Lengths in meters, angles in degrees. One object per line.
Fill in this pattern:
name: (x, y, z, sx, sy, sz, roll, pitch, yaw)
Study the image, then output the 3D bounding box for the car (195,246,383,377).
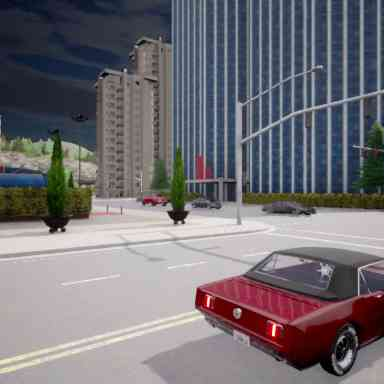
car: (2.459, 1.601, 5.564, 4.718, 1.301, 1.895, 0, 0, -35)

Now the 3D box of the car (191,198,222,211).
car: (1.801, 1.502, 42.133, 1.837, 1.490, 4.892, 0, 1, -36)

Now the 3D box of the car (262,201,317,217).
car: (9.196, 1.547, 31.973, 2.033, 1.411, 5.357, 0, 0, -36)

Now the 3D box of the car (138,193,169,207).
car: (-5.997, 1.223, 52.889, 2.150, 2.045, 5.566, 0, 0, -36)

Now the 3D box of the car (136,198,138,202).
car: (-10.155, 1.511, 70.722, 2.128, 1.511, 4.902, 0, 0, -36)

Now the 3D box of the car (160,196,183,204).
car: (-3.897, 1.490, 62.215, 2.128, 1.511, 4.902, 0, 0, -36)
